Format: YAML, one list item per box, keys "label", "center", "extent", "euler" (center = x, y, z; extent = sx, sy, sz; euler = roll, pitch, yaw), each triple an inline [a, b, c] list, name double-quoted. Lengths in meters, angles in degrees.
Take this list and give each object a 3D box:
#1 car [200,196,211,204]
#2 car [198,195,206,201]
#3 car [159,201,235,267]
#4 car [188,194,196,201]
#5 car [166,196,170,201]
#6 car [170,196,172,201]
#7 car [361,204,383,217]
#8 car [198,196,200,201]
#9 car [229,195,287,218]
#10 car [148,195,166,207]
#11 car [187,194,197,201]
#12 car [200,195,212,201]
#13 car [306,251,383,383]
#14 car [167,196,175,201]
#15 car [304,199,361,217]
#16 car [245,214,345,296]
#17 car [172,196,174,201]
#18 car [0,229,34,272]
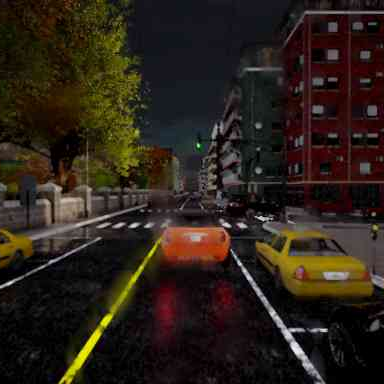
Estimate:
- label: "car"
  center: [2.697, 1.622, 68.519]
  extent: [2.008, 1.369, 4.403]
  euler: [0, 0, 0]
- label: "car"
  center: [2.701, 1.652, 90.660]
  extent: [1.887, 1.381, 4.507]
  euler: [0, 0, 0]
- label: "car"
  center: [0.102, 1.360, 11.645]
  extent: [2.097, 1.767, 4.553]
  euler: [0, 0, 0]
- label: "car"
  center: [0.013, 1.369, 87.621]
  extent: [2.097, 1.767, 4.553]
  euler: [0, 0, 0]
- label: "car"
  center: [-5.684, 1.503, 62.984]
  extent: [1.967, 1.590, 4.097]
  euler: [0, 0, 0]
- label: "car"
  center: [-5.683, 1.616, 68.520]
  extent: [1.887, 1.381, 4.507]
  euler: [0, 0, 0]
- label: "car"
  center: [20.311, 1.948, 35.352]
  extent: [4.507, 1.381, 1.887]
  euler: [1, -1, 0]
- label: "car"
  center: [2.697, 1.607, 62.983]
  extent: [1.887, 1.381, 4.507]
  euler: [0, 0, 0]
- label: "car"
  center: [5.730, 1.312, 29.076]
  extent: [5.566, 2.045, 2.150]
  euler: [3, -2, -27]
- label: "car"
  center: [-5.686, 1.361, 51.914]
  extent: [2.192, 1.841, 5.009]
  euler: [0, 0, 0]
- label: "car"
  center: [0.013, 1.600, 77.222]
  extent: [2.128, 1.511, 4.902]
  euler: [0, 0, 0]
- label: "car"
  center: [2.696, 1.580, 57.619]
  extent: [1.752, 1.417, 4.829]
  euler: [0, 0, 0]
- label: "car"
  center: [2.690, 1.567, 2.717]
  extent: [1.947, 1.339, 4.313]
  euler: [0, 0, 0]
- label: "car"
  center: [-5.679, 1.689, 90.661]
  extent: [1.802, 1.307, 4.206]
  euler: [0, 0, 0]
- label: "car"
  center: [14.621, 1.616, 35.338]
  extent: [5.009, 1.841, 2.192]
  euler: [1, -1, 0]
- label: "car"
  center: [2.690, 1.531, 8.518]
  extent: [1.752, 1.417, 4.829]
  euler: [0, 0, 0]
- label: "car"
  center: [-5.681, 1.670, 79.590]
  extent: [1.802, 1.307, 4.206]
  euler: [0, 0, 0]
- label: "car"
  center: [-5.690, 1.530, 8.178]
  extent: [1.752, 1.417, 4.829]
  euler: [0, 0, 0]
